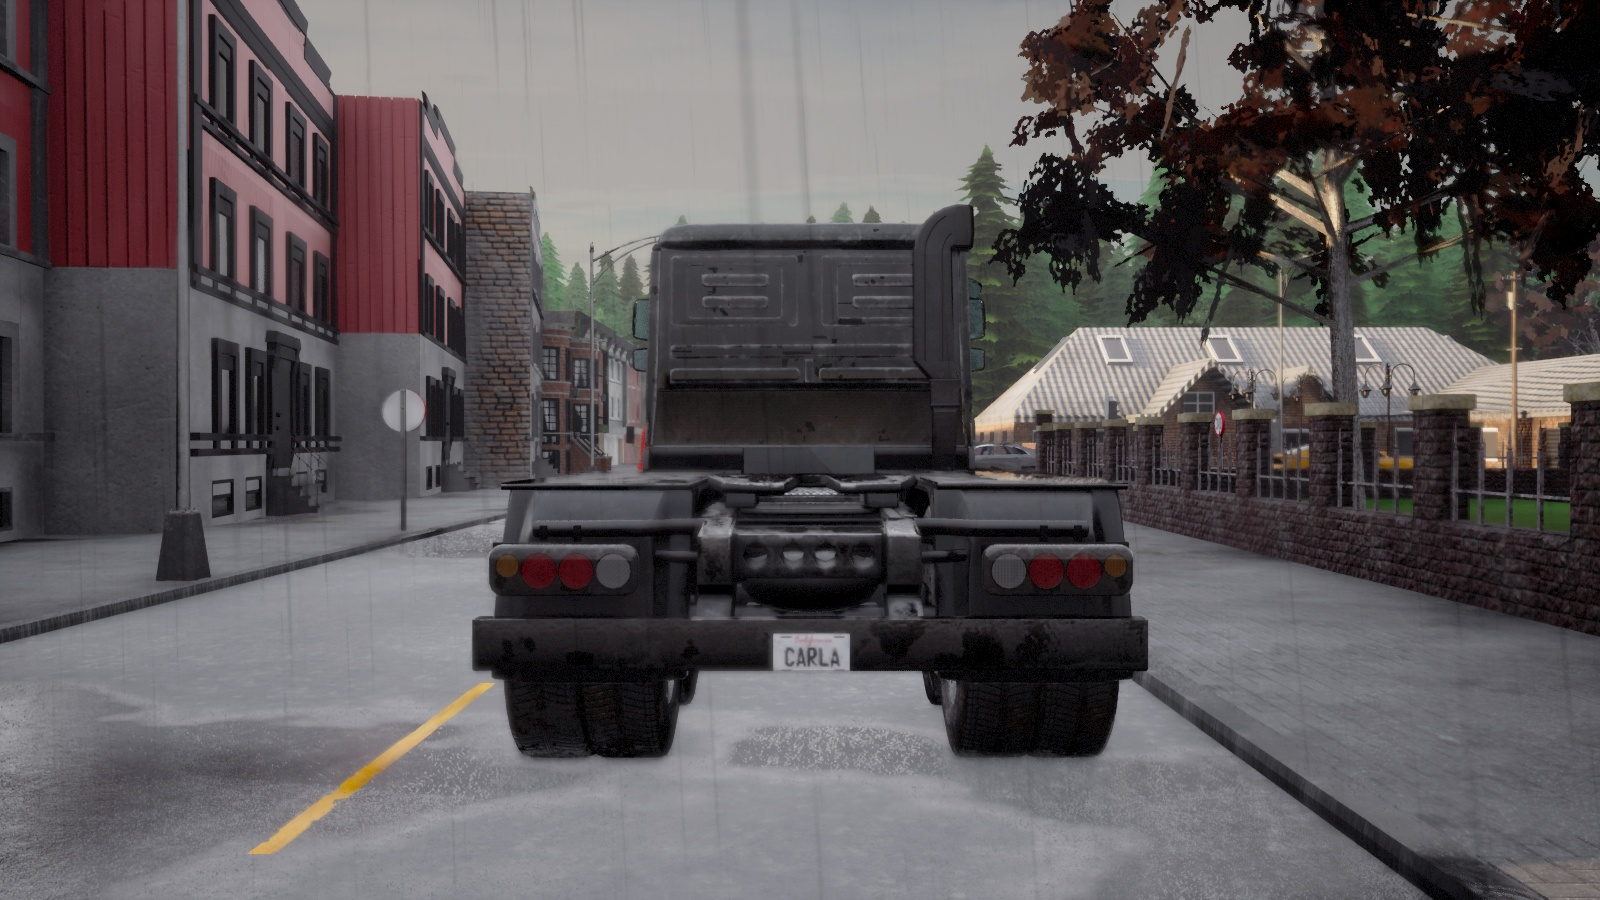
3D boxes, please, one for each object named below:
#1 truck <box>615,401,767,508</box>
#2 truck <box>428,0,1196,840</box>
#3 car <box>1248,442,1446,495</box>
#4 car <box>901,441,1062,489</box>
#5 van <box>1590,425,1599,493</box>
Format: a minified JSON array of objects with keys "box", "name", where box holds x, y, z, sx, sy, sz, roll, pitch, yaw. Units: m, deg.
[{"box":[-2.633,0.077,31.938,2.627,2.467,5.204,1,0,9],"name":"truck"},{"box":[0.065,-0.284,8.702,2.891,3.462,7.936,0,0,0],"name":"truck"},{"box":[16.047,0.528,36.972,5.008,1.535,1.882,0,0,-1],"name":"car"},{"box":[5.863,0.476,41.056,4.902,1.511,2.128,0,0,-2],"name":"car"},{"box":[26.112,0.282,36.942,4.480,2.038,2.069,0,0,-1],"name":"van"}]
